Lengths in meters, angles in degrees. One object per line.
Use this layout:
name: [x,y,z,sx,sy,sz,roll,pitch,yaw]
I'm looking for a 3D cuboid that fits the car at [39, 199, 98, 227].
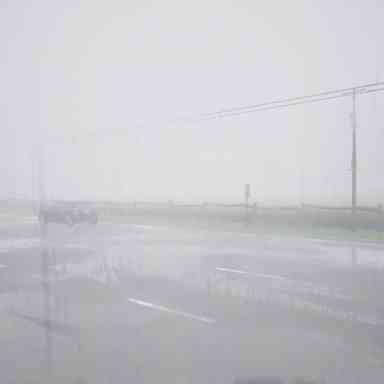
car: [-8.583,1.352,22.976,4.553,1.767,2.097,0,0,35]
